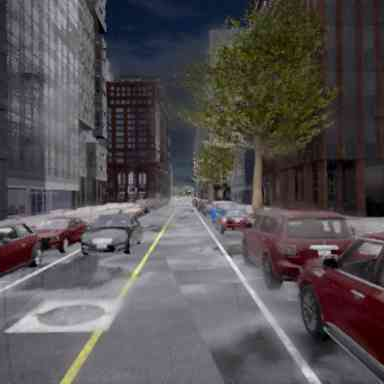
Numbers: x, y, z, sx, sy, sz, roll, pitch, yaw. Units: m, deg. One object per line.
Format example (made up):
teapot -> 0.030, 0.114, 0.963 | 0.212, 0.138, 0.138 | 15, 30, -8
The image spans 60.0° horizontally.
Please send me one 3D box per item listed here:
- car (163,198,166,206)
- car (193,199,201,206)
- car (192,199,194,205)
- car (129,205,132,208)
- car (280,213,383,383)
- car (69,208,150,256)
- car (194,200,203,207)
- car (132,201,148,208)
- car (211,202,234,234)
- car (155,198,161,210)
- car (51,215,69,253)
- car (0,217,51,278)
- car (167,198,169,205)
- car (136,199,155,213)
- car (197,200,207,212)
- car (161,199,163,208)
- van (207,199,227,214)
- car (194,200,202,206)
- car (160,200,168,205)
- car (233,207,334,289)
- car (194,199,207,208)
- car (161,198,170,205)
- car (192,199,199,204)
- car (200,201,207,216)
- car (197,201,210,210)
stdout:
car -> -6.951, 2.199, 65.548 | 2.192, 1.841, 5.009 | -1, -1, -1
car -> 1.230, 2.496, 82.628 | 1.967, 1.590, 4.097 | -1, -1, -1
car -> 1.575, 2.378, 65.712 | 1.947, 1.339, 4.313 | -1, -1, -1
car -> -6.147, 1.939, 26.086 | 1.802, 1.307, 4.206 | 0, -1, -1
car -> 2.832, 1.334, 3.699 | 2.192, 1.841, 5.009 | 0, -1, -1
car -> -3.238, 1.685, 14.213 | 2.128, 1.511, 4.902 | 0, -1, -1
car -> 1.456, 2.419, 71.521 | 1.752, 1.417, 4.829 | -1, -1, -1
car -> -6.373, 2.019, 37.191 | 1.752, 1.417, 4.829 | -1, -1, -1
car -> 2.490, 1.658, 20.611 | 1.967, 1.590, 4.097 | 0, -1, -1
car -> -6.722, 2.043, 54.274 | 2.192, 1.841, 5.009 | -1, -1, -1
car -> -5.918, 1.769, 14.811 | 1.887, 1.381, 4.507 | 0, -1, -1
car -> -5.805, 1.597, 9.175 | 1.967, 1.590, 4.097 | 0, -1, -1
car -> -7.292, 2.694, 82.456 | 1.947, 1.339, 4.313 | -1, -1, -1
car -> -6.494, 1.887, 42.999 | 2.192, 1.841, 5.009 | -1, -1, -1
car -> 2.032, 2.065, 43.160 | 1.947, 1.339, 4.313 | -1, -1, -1
car -> -6.834, 2.372, 59.908 | 1.947, 1.339, 4.313 | -1, -1, -1
van -> 2.375, 1.626, 26.250 | 1.690, 1.788, 3.998 | 0, -1, -1
car -> 1.346, 2.555, 76.987 | 1.802, 1.307, 4.206 | -1, -1, -1
car -> -7.406, 2.779, 88.092 | 1.947, 1.339, 4.313 | -1, -1, -1
car -> 2.718, 1.400, 9.336 | 2.192, 1.841, 5.009 | 0, -1, -1
car -> 1.916, 1.892, 48.802 | 2.192, 1.841, 5.009 | -1, -1, -1
car -> -7.524, 2.613, 93.733 | 2.192, 1.841, 5.009 | -1, -1, -1
car -> 1.002, 2.792, 93.900 | 1.947, 1.339, 4.313 | -1, -1, -1
car -> 2.147, 2.005, 37.524 | 1.802, 1.307, 4.206 | -1, -1, -1
car -> 1.804, 2.200, 54.437 | 1.887, 1.381, 4.507 | -1, -1, -1
